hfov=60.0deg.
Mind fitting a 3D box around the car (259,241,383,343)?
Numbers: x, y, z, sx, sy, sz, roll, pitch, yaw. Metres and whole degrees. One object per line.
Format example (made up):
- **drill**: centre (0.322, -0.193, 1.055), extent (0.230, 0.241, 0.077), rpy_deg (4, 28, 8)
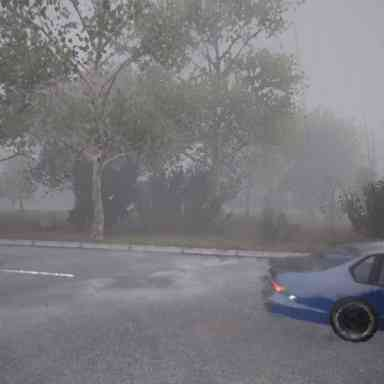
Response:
- **car**: centre (3.885, 1.588, 5.667), extent (5.357, 1.411, 2.033), rpy_deg (0, -1, 9)
